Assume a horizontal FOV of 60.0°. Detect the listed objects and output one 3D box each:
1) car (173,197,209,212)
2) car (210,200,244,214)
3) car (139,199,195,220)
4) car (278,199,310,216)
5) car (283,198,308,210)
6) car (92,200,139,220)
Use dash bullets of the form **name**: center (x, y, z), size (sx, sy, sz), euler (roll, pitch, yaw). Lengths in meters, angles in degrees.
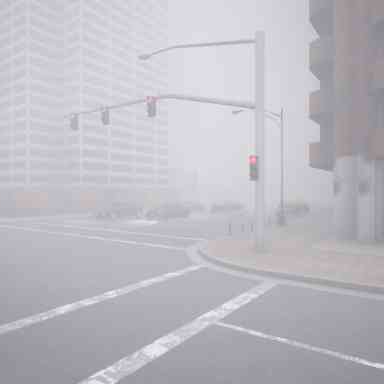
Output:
- **car**: center (-0.401, 1.564, 36.217), size (1.994, 1.385, 4.181), euler (0, 0, 35)
- **car**: center (3.861, 1.601, 36.186), size (1.895, 1.301, 4.718), euler (0, 0, 35)
- **car**: center (-2.010, 1.564, 27.850), size (1.994, 1.385, 4.181), euler (0, 0, 35)
- **car**: center (9.980, 1.477, 32.399), size (1.882, 1.535, 5.008), euler (0, 0, 35)
- **car**: center (13.581, 1.564, 43.656), size (1.994, 1.385, 4.181), euler (0, 0, 35)
- **car**: center (-6.120, 1.505, 28.090), size (1.837, 1.490, 4.892), euler (0, 0, 35)
